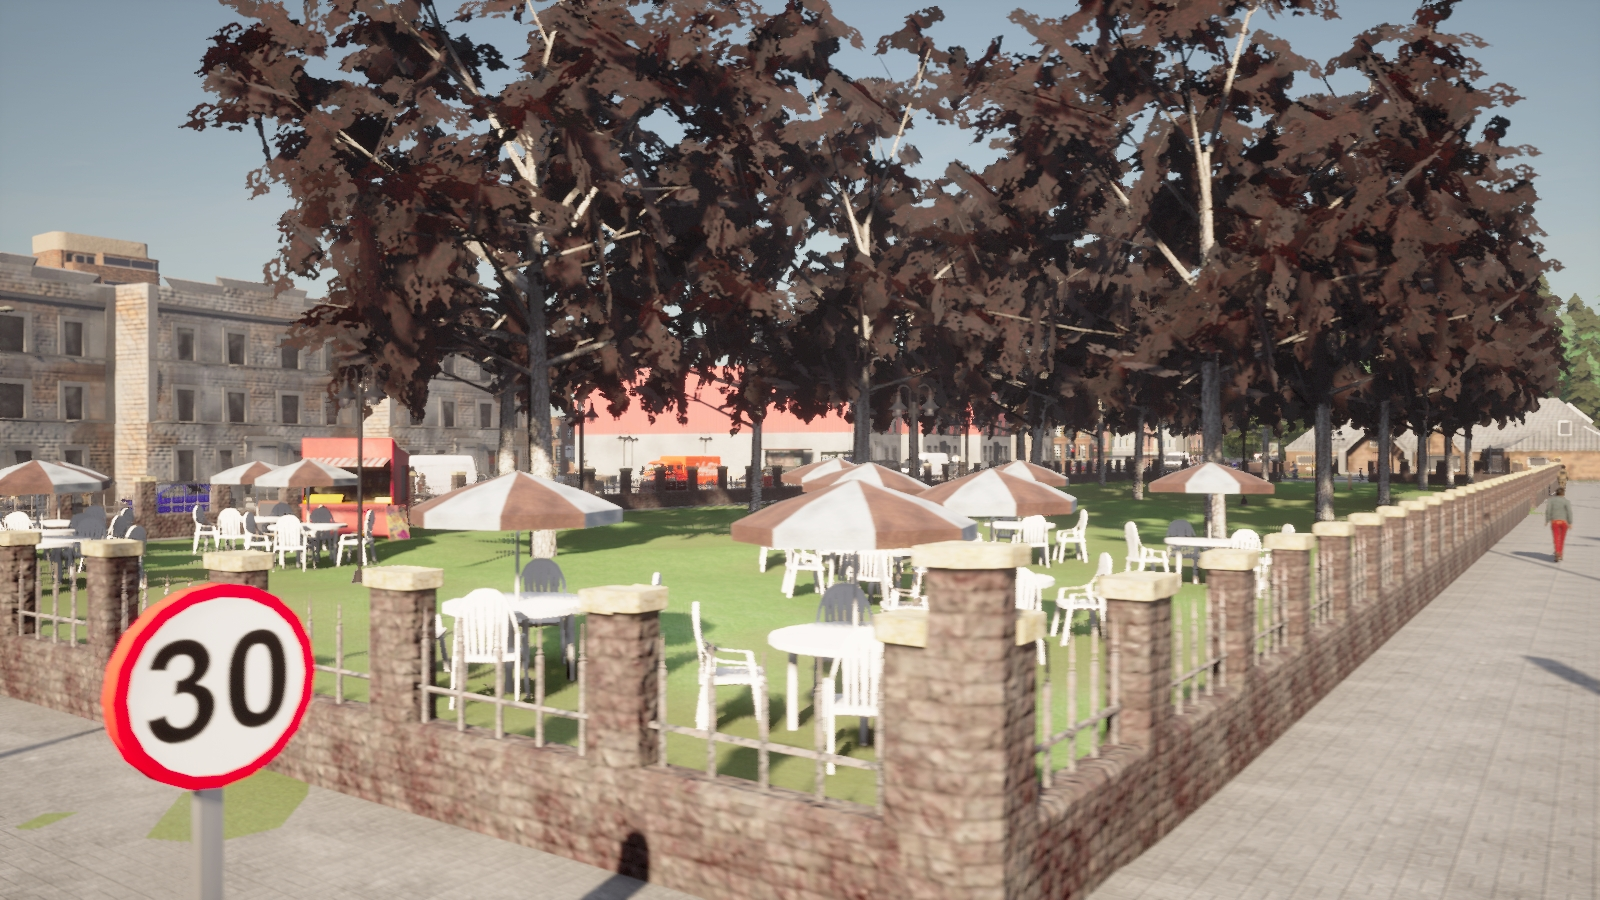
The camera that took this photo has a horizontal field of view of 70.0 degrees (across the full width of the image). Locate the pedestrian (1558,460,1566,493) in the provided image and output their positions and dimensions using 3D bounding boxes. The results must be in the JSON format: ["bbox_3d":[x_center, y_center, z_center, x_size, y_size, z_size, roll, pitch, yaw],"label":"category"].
[{"bbox_3d":[43.234,1.525,64.801,0.375,1.860,0.375,0,0,35],"label":"pedestrian"}]

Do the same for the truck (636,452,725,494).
[{"bbox_3d":[-7.210,1.350,69.370,2.627,2.467,5.204,0,0,35],"label":"truck"}]

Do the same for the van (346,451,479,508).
[{"bbox_3d":[-18.122,1.314,53.769,1.988,2.561,5.915,0,0,35],"label":"van"}]

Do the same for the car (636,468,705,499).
[{"bbox_3d":[-7.059,1.806,62.594,1.789,1.549,3.705,0,0,35],"label":"car"}]

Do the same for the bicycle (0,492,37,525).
[{"bbox_3d":[-27.735,2.036,40.024,0.859,1.080,1.487,0,0,35],"label":"bicycle"}]

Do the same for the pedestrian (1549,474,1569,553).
[{"bbox_3d":[18.256,1.525,27.481,0.375,1.860,0.375,0,0,37],"label":"pedestrian"}]

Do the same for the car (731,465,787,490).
[{"bbox_3d":[-2.701,1.806,75.808,1.789,1.549,3.705,0,0,35],"label":"car"}]
